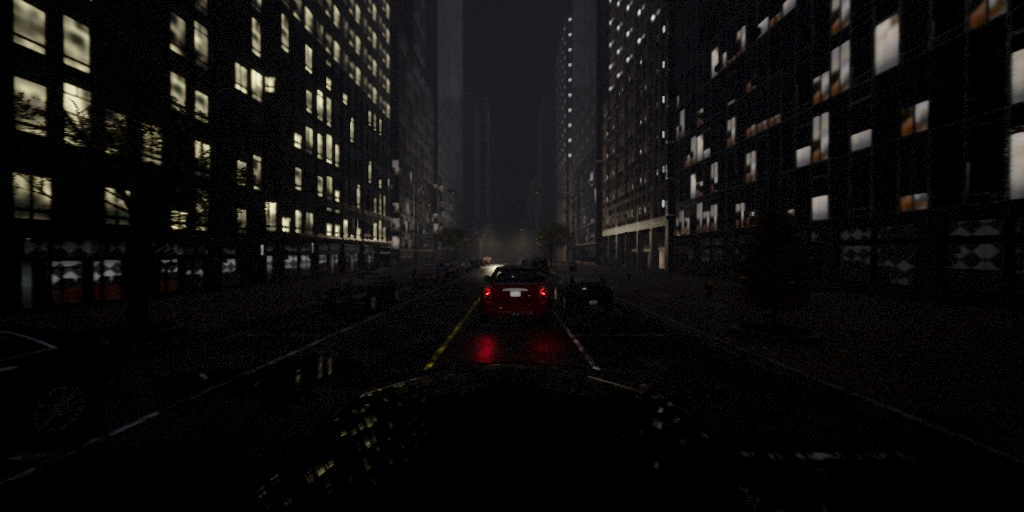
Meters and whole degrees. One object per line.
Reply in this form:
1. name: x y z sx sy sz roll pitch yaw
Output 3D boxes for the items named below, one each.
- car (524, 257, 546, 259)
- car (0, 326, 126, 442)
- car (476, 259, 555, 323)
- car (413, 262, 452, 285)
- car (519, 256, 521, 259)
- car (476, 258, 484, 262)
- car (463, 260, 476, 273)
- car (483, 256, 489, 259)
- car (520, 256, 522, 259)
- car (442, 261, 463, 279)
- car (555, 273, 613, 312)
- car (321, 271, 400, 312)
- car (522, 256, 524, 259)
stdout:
1. car: 2.666 1.038 36.747 2.192 1.841 5.009 0 0 0
2. car: -5.692 1.299 2.639 2.007 1.370 4.403 0 0 0
3. car: 0.095 1.094 12.303 2.097 1.767 4.553 0 0 0
4. car: -5.707 1.313 25.374 1.802 1.307 4.207 0 0 0
5. car: 2.648 1.138 65.165 1.967 1.591 4.097 0 0 0
6. car: -5.726 1.274 53.792 1.948 1.339 4.313 0 0 0
7. car: -5.717 1.243 42.255 1.751 1.417 4.829 0 0 0
8. car: -5.733 1.248 65.160 2.007 1.370 4.403 0 0 0
9. car: 2.656 1.149 53.798 1.967 1.591 4.097 0 0 0
10. car: -5.710 1.167 31.057 1.967 1.591 4.097 0 0 0
11. car: 2.681 1.292 14.012 2.007 1.370 4.403 0 0 0
12. car: -5.699 1.291 14.006 2.007 1.370 4.403 0 0 0
13. car: 2.663 1.033 42.431 2.192 1.841 5.009 0 0 0
